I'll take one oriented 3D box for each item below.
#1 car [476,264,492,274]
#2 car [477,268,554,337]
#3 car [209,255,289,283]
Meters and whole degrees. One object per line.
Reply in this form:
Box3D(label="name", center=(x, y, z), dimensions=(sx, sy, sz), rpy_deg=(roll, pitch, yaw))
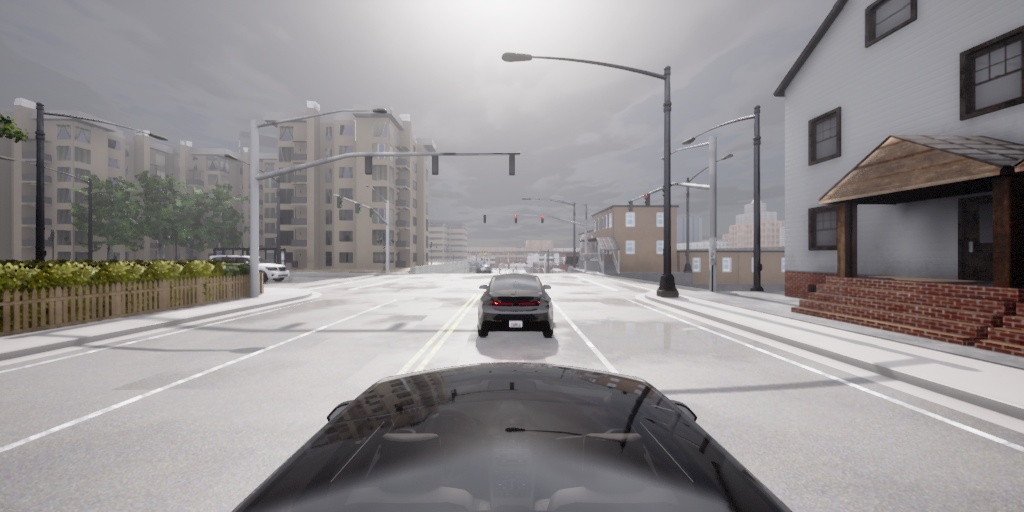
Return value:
Box3D(label="car", center=(-3.600, 1.741, 47.134), dimensions=(2.128, 1.511, 4.902), rpy_deg=(0, -5, 0))
Box3D(label="car", center=(0.095, 1.252, 10.319), dimensions=(1.837, 1.490, 4.892), rpy_deg=(0, 0, 0))
Box3D(label="car", center=(-19.946, 0.964, 27.017), dimensions=(5.566, 2.045, 2.150), rpy_deg=(0, 0, 1))
